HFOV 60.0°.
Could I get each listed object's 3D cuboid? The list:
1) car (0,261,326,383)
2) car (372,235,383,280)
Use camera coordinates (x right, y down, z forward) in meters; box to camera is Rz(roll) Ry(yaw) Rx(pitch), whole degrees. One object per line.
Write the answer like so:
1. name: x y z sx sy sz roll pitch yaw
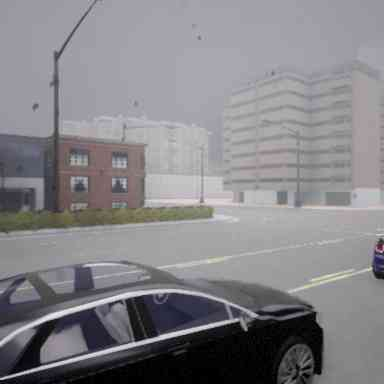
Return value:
1. car: -0.635 1.491 3.339 4.902 1.511 2.128 0 0 -35
2. car: 6.717 1.346 8.682 4.553 1.767 2.097 0 0 -36
